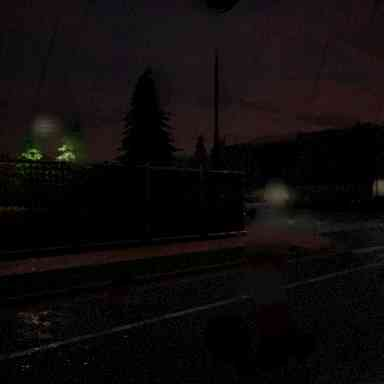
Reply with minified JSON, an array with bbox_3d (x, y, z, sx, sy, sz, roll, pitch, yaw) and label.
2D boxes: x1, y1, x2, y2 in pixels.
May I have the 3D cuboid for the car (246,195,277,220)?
[{"bbox_3d":[5.102,1.326,30.265,2.150,2.045,5.566,0,0,-35],"label":"car"}]
